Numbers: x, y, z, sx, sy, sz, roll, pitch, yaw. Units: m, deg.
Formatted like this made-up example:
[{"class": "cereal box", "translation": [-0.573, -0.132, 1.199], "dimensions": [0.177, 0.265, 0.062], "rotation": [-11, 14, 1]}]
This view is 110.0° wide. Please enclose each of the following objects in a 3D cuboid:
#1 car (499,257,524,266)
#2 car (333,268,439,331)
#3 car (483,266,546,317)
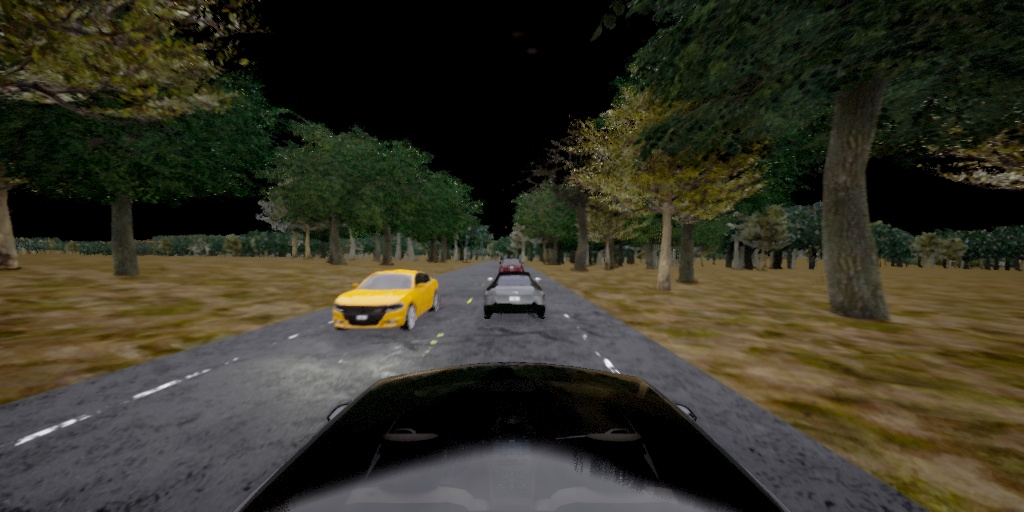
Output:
[{"class": "car", "translation": [-0.048, 0.899, 30.768], "dimensions": [2.097, 1.767, 4.553], "rotation": [0, 0, -1]}, {"class": "car", "translation": [-3.522, 1.155, 10.886], "dimensions": [1.882, 1.535, 5.008], "rotation": [0, 0, 0]}, {"class": "car", "translation": [0.073, 1.227, 12.651], "dimensions": [1.994, 1.385, 4.181], "rotation": [0, 0, 0]}]
